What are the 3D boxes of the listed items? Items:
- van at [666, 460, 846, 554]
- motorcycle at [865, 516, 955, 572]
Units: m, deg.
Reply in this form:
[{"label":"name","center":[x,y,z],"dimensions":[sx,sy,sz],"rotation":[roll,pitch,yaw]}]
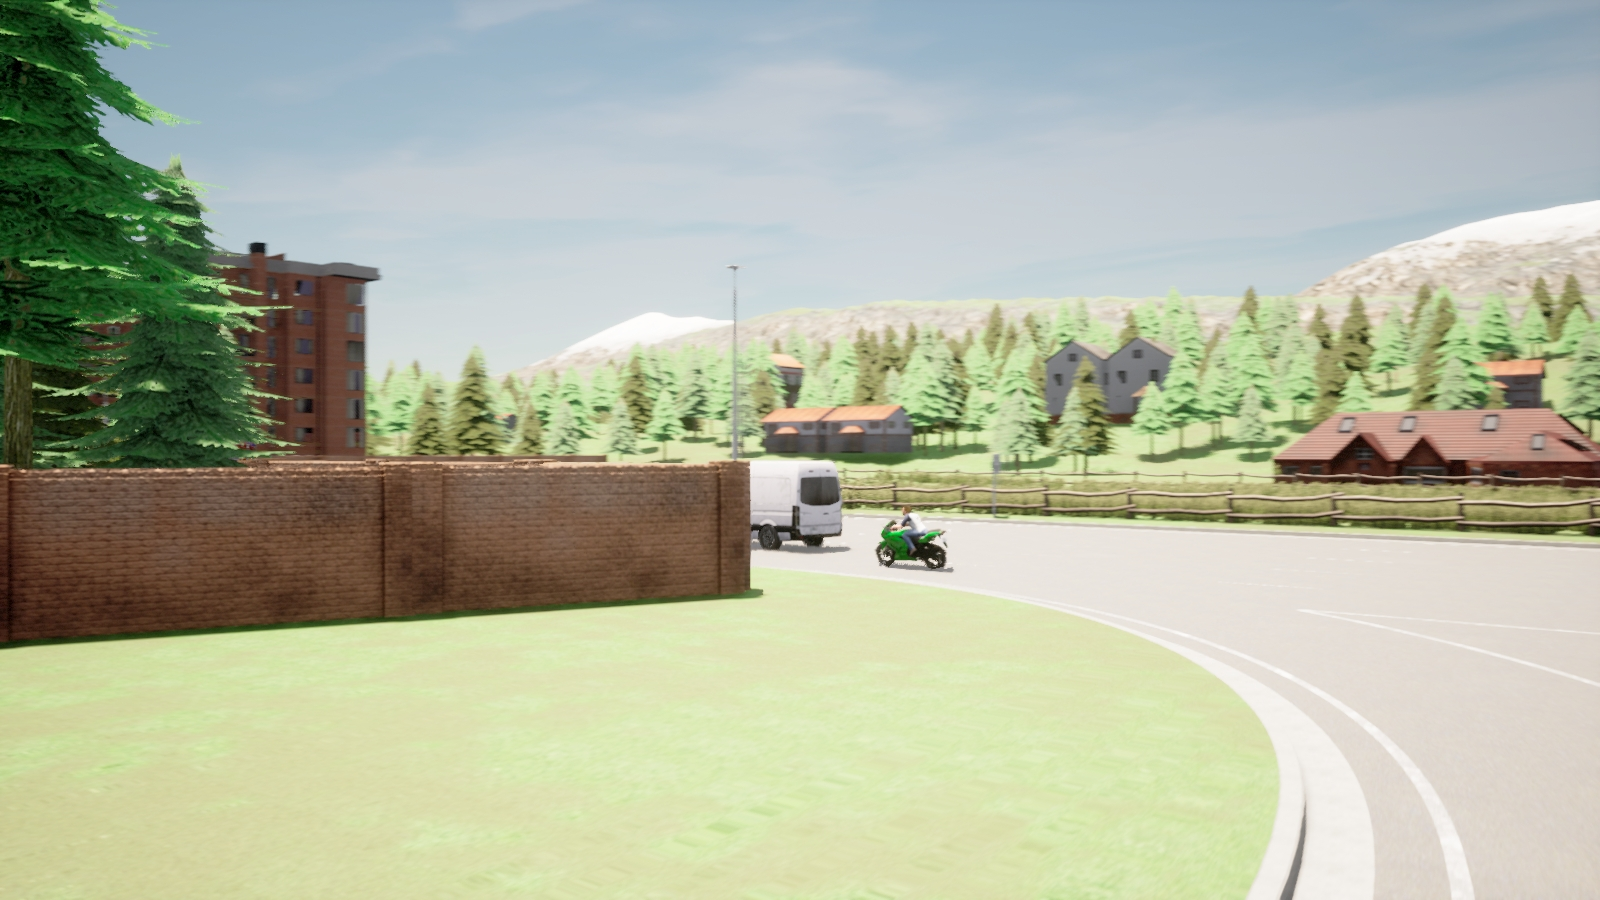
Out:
[{"label":"van","center":[-1.434,1.600,34.489],"dimensions":[1.988,2.561,5.915],"rotation":[0,0,-44]},{"label":"motorcycle","center":[2.627,2.233,27.414],"dimensions":[2.033,1.199,0.803],"rotation":[0,0,38]}]
